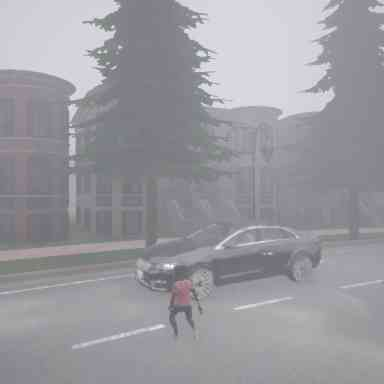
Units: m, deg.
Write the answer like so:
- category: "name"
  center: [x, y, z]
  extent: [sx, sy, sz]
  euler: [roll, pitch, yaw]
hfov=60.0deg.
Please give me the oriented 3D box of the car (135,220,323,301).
- category: "car"
  center: [1.050, 1.491, 8.296]
  extent: [4.902, 1.511, 2.128]
  euler: [0, 0, -28]

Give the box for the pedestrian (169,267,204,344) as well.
- category: "pedestrian"
  center: [-0.121, 1.294, 5.093]
  extent: [0.375, 1.860, 0.375]
  euler: [0, 0, -32]
